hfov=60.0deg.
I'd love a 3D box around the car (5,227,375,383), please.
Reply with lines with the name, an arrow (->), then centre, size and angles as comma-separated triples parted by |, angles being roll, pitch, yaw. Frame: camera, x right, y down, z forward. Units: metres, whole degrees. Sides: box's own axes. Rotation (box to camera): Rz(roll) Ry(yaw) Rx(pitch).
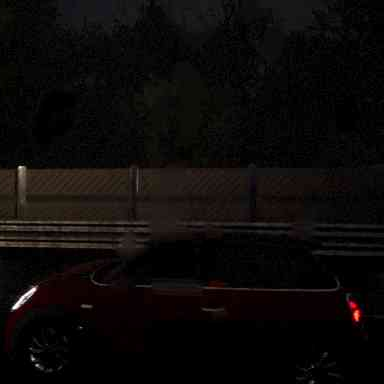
car -> -0.136, 1.353, 4.691 | 4.553, 1.767, 2.097 | 0, 0, 9
